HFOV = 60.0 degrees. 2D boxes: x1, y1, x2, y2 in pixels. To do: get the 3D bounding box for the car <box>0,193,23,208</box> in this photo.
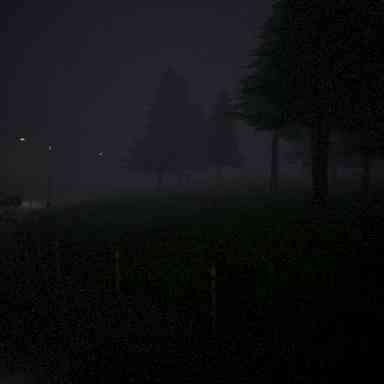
[{"bbox_3d":[-20.191,0.855,36.327,2.128,1.511,4.902,3,2,-5],"label":"car"}]
